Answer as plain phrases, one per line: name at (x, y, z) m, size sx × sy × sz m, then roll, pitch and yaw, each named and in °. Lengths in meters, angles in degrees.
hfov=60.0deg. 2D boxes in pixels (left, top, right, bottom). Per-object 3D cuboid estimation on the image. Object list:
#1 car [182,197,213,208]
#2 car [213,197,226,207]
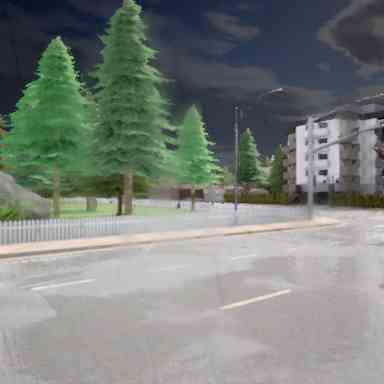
car at (0.341, 1.538, 48.961) m, size 2.128 × 1.511 × 4.902 m, roll 0°, pitch 0°, yaw -34°
car at (3.303, 1.558, 50.827) m, size 1.837 × 1.490 × 4.892 m, roll 0°, pitch 0°, yaw -34°
